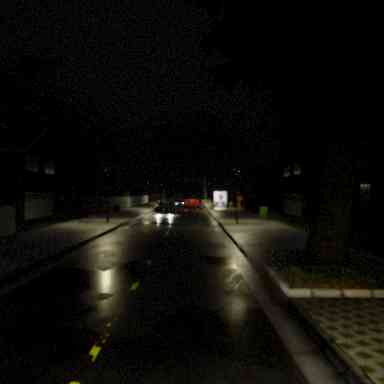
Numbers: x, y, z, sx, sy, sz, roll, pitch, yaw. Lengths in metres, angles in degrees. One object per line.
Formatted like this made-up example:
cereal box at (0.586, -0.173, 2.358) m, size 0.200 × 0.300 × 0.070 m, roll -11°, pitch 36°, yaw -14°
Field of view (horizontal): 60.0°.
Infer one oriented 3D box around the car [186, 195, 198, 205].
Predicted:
car at (0.014, 1.371, 60.999) m, size 2.097 × 1.767 × 4.553 m, roll 0°, pitch 0°, yaw 0°

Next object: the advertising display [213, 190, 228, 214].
advertising display at (3.004, 1.042, 35.201) m, size 1.540 × 2.440 × 0.280 m, roll -1°, pitch -1°, yaw 0°

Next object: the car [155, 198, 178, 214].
car at (-2.837, 1.581, 35.620) m, size 1.994 × 1.385 × 4.181 m, roll 0°, pitch 0°, yaw 0°

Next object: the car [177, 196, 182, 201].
car at (-2.733, 1.566, 76.776) m, size 1.895 × 1.301 × 4.718 m, roll 0°, pitch 0°, yaw 0°

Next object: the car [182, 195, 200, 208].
car at (0.050, 1.371, 49.360) m, size 2.097 × 1.767 × 4.553 m, roll 0°, pitch 0°, yaw 2°
